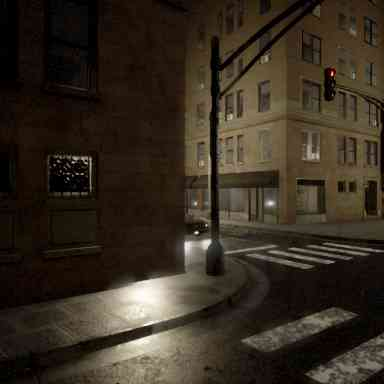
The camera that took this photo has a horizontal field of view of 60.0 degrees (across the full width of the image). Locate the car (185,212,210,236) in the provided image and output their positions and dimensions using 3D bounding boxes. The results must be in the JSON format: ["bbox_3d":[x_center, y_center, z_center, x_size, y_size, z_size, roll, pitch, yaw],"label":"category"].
[{"bbox_3d":[-1.331,1.515,17.726,2.033,1.411,5.357,0,0,-36],"label":"car"}]
